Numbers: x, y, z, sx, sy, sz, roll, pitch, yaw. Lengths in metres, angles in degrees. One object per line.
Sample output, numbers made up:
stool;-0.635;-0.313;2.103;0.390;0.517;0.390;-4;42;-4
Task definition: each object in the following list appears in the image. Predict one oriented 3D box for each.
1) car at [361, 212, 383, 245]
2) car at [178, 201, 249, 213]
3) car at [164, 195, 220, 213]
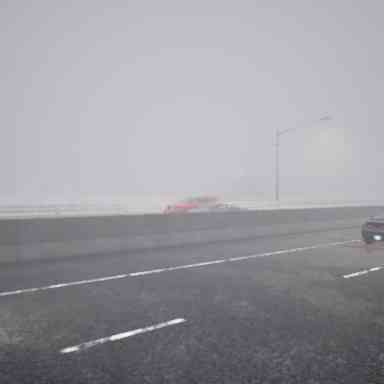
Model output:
car;9.438;1.596;14.790;4.892;1.490;1.837;0;0;-36
car;1.835;1.580;22.506;4.902;1.511;2.128;0;0;-36
car;0.237;1.330;29.968;5.566;2.045;2.150;0;0;-35
